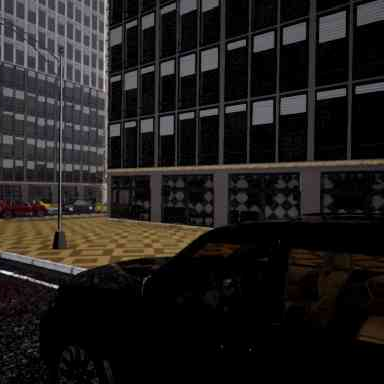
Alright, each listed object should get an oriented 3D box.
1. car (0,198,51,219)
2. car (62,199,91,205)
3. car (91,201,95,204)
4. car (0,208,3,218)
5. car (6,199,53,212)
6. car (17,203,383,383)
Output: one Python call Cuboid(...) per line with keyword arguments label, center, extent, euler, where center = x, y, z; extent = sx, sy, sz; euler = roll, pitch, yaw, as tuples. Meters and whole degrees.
Cuboid(label="car", center=(-16.206, 1.517, 31.099), extent=(2.192, 1.841, 5.009), euler=(1, 0, 37))
Cuboid(label="car", center=(-14.745, 1.702, 42.766), extent=(1.837, 1.490, 4.892), euler=(1, 1, 37))
Cuboid(label="car", center=(-9.383, 1.828, 40.292), extent=(1.752, 1.417, 4.829), euler=(1, 0, 37))
Cuboid(label="car", center=(-7.360, 1.347, 8.958), extent=(4.553, 1.767, 2.097), euler=(0, 0, 36))
Cuboid(label="car", center=(-19.678, 1.640, 40.484), extent=(1.752, 1.417, 4.829), euler=(1, 0, 37))
Cuboid(label="car", center=(0.950, 1.221, 3.006), extent=(5.566, 2.045, 2.150), euler=(0, 0, 35))
